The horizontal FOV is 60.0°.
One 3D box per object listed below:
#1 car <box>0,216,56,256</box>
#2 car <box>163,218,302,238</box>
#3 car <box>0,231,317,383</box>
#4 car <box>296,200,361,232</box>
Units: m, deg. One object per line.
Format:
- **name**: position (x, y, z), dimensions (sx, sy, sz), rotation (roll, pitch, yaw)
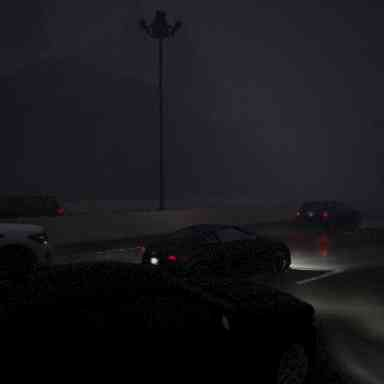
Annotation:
- **car**: position (-6.356, 1.238, 7.883), dimensions (5.566, 2.045, 2.150), rotation (0, 0, -36)
- **car**: position (0.727, 1.531, 8.814), dimensions (4.181, 1.385, 1.994), rotation (-1, 0, -37)
- **car**: position (-0.777, 1.473, 3.301), dimensions (5.008, 1.535, 1.882), rotation (-1, 0, -36)
- **car**: position (7.995, 1.236, 19.336), dimensions (4.553, 1.767, 2.097), rotation (-1, 0, -41)
